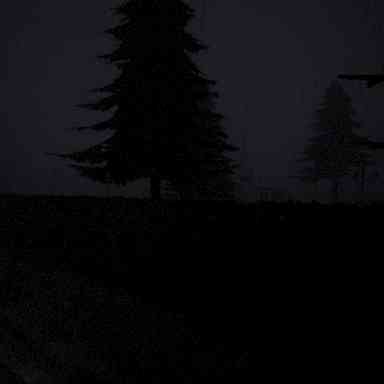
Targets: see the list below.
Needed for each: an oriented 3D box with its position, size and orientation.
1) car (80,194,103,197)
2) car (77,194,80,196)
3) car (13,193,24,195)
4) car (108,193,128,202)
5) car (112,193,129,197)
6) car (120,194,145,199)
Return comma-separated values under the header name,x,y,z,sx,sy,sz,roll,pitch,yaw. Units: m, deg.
name,x,y,z,sx,sy,sz,roll,pitch,yaw
car,-25.131,1.297,84.711,5.027,1.636,2.152,0,0,-42
car,-29.629,1.377,89.300,3.806,1.475,1.970,0,0,-42
car,-40.225,1.189,75.534,4.605,1.855,1.932,0,0,-42
car,-16.647,1.215,75.134,3.866,1.878,1.905,0,0,-42
car,-14.412,1.236,73.232,4.605,1.855,1.932,0,0,-42
car,-9.724,1.494,56.540,3.806,1.475,1.970,0,0,-42
